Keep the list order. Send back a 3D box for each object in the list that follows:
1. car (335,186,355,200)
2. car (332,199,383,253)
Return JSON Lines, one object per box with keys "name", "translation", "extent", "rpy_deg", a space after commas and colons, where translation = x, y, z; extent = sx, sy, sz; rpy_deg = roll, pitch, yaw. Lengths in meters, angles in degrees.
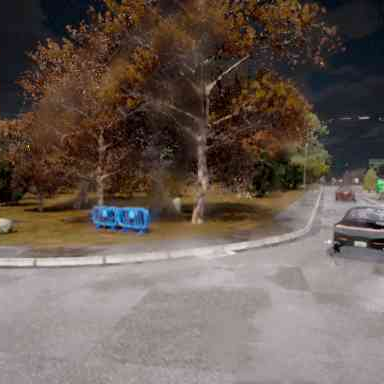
{"name": "car", "translation": [18.496, 0.087, 40.320], "extent": [2.097, 1.767, 4.553], "rpy_deg": [3, 3, 22]}
{"name": "car", "translation": [6.300, 1.259, 11.611], "extent": [2.128, 1.511, 4.902], "rpy_deg": [4, 3, 35]}
